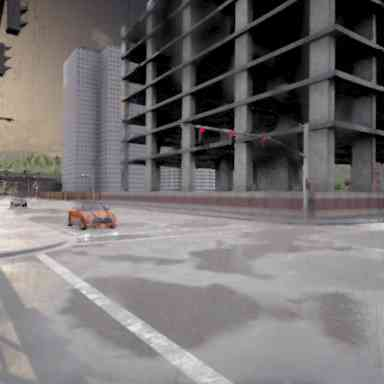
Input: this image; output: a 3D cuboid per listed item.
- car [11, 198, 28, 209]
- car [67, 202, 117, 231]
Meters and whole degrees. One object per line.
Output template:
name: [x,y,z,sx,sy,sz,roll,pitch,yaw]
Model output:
car: [-25.365,1.613,48.815,1.837,1.490,4.892,1,-1,-35]
car: [-6.596,1.456,21.792,2.097,1.767,4.553,1,0,-35]
